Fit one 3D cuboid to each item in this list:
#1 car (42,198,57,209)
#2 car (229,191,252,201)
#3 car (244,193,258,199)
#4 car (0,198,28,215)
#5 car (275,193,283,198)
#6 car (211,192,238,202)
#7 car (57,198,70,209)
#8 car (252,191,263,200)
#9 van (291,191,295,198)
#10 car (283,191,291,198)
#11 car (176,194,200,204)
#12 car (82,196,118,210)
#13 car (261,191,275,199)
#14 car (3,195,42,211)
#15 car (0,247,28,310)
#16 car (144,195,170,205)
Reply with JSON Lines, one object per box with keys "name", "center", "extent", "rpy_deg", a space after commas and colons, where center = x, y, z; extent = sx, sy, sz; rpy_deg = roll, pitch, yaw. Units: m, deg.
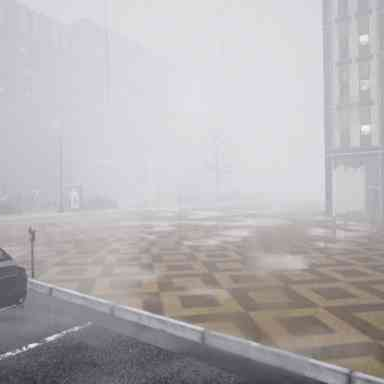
{"name": "car", "center": [-17.053, 1.415, 42.207], "extent": [1.887, 1.381, 4.507], "rpy_deg": [-1, 0, 36]}
{"name": "car", "center": [9.178, 1.048, 64.159], "extent": [1.887, 1.381, 4.507], "rpy_deg": [-1, 0, 36]}
{"name": "car", "center": [15.353, 1.040, 86.985], "extent": [1.947, 1.339, 4.313], "rpy_deg": [-1, 0, 36]}
{"name": "car", "center": [-16.747, 1.413, 28.336], "extent": [1.802, 1.307, 4.206], "rpy_deg": [-1, 0, 36]}
{"name": "car", "center": [18.900, 0.938, 77.592], "extent": [2.008, 1.369, 4.403], "rpy_deg": [-1, 0, 36]}
{"name": "car", "center": [5.937, 1.093, 59.681], "extent": [2.008, 1.369, 4.403], "rpy_deg": [-1, 0, 36]}
{"name": "car", "center": [-14.044, 1.421, 41.954], "extent": [1.895, 1.301, 4.718], "rpy_deg": [-1, 0, 36]}
{"name": "car", "center": [12.419, 1.046, 68.637], "extent": [1.802, 1.307, 4.206], "rpy_deg": [-1, 0, 36]}
{"name": "van", "center": [25.379, 0.654, 86.549], "extent": [1.690, 1.788, 3.998], "rpy_deg": [-1, 0, 36]}
{"name": "car", "center": [22.141, 0.932, 82.071], "extent": [1.802, 1.307, 4.206], "rpy_deg": [-1, 0, 36]}
{"name": "car", "center": [-0.545, 1.062, 50.725], "extent": [1.967, 1.590, 4.097], "rpy_deg": [-1, 0, 36]}
{"name": "car", "center": [-10.267, 1.186, 37.292], "extent": [1.967, 1.590, 4.097], "rpy_deg": [-1, 0, 36]}
{"name": "car", "center": [15.657, 0.740, 73.114], "extent": [2.192, 1.841, 5.009], "rpy_deg": [-1, 0, 36]}
{"name": "car", "center": [-20.296, 1.228, 37.728], "extent": [2.192, 1.841, 5.009], "rpy_deg": [-1, 0, 36]}
{"name": "car", "center": [-4.979, 1.553, 6.596], "extent": [4.403, 1.369, 2.008], "rpy_deg": [0, -1, 35]}
{"name": "car", "center": [-5.591, 1.190, 53.582], "extent": [1.882, 1.535, 5.008], "rpy_deg": [-1, 0, 36]}
